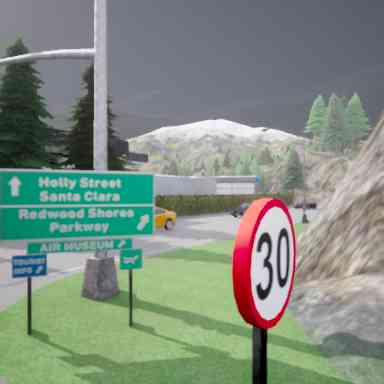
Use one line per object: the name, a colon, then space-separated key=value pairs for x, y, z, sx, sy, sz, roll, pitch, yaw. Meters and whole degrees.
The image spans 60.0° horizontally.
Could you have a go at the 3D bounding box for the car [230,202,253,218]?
car: x=5.738 y=1.728 z=32.595 sx=2.033 sy=1.411 sz=5.357 roll=0 pitch=0 yaw=36

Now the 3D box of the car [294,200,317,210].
car: x=16.012 y=1.797 z=46.558 sx=2.033 sy=1.411 sz=5.357 roll=0 pitch=0 yaw=36

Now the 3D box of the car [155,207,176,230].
car: x=-3.020 y=1.660 z=20.557 sx=1.882 sy=1.535 sz=5.008 roll=0 pitch=0 yaw=36
